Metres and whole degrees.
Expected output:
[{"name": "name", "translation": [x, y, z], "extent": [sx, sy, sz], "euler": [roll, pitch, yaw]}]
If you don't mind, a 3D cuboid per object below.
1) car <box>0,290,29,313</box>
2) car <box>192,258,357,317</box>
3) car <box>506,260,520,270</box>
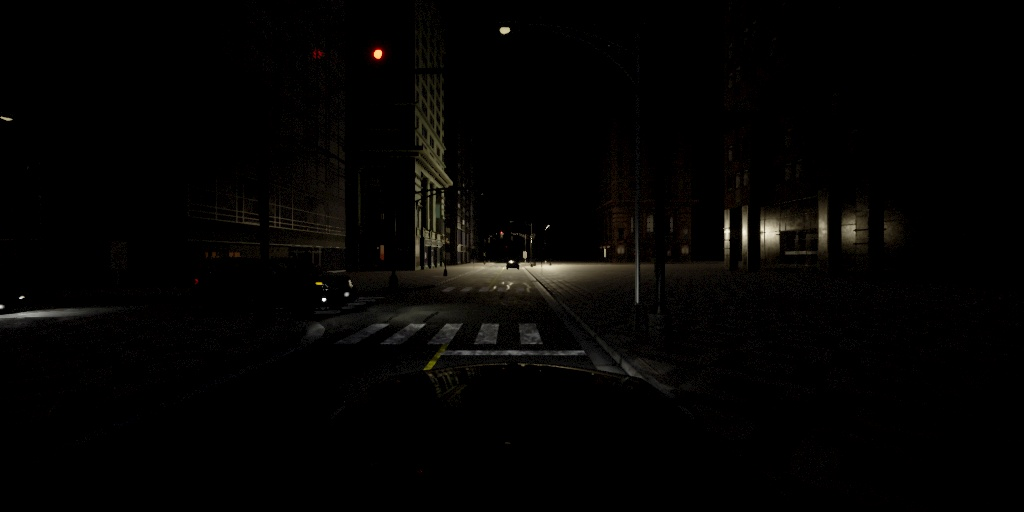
[{"name": "car", "translation": [-22.283, 1.613, 13.739], "extent": [5.357, 1.411, 2.033], "euler": [-1, 0, -1]}, {"name": "car", "translation": [-8.705, 1.072, 13.292], "extent": [5.566, 2.045, 2.150], "euler": [-1, 0, 7]}, {"name": "car", "translation": [0.121, 1.325, 53.391], "extent": [1.994, 1.385, 4.181], "euler": [0, 0, 0]}]
